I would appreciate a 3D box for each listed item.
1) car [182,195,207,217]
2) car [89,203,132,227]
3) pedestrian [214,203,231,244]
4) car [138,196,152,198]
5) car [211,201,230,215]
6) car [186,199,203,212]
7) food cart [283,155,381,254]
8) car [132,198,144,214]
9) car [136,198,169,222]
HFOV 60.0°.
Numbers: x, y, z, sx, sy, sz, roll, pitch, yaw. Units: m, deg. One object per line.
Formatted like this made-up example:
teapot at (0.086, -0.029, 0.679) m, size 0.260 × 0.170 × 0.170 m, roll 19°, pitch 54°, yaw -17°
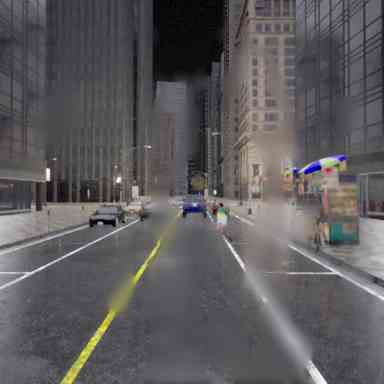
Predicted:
car at (0.252, 1.274, 31.446) m, size 2.150 × 2.045 × 5.566 m, roll 0°, pitch -1°, yaw 0°
car at (-5.716, 1.595, 22.987) m, size 1.947 × 1.339 × 4.313 m, roll 1°, pitch 0°, yaw 0°
pedestrian at (1.324, 1.304, 14.554) m, size 0.375 × 1.860 × 0.375 m, roll 1°, pitch -1°, yaw -18°
car at (-5.617, 1.399, 39.366) m, size 2.192 × 1.841 × 5.009 m, roll 0°, pitch 0°, yaw 0°
car at (2.874, 1.608, 33.852) m, size 1.887 × 1.381 × 4.507 m, roll 0°, pitch 0°, yaw 0°
car at (0.290, 1.643, 42.160) m, size 2.033 × 1.411 × 5.357 m, roll 0°, pitch 0°, yaw 1°
food cart at (5.701, 0.477, 14.370) m, size 2.280 × 3.560 × 4.660 m, roll -1°, pitch -1°, yaw 0°
car at (-5.652, 1.588, 33.735) m, size 1.752 × 1.417 × 4.829 m, roll 0°, pitch 0°, yaw 0°
car at (-2.940, 1.517, 26.703) m, size 1.882 × 1.535 × 5.008 m, roll 0°, pitch 0°, yaw 0°
